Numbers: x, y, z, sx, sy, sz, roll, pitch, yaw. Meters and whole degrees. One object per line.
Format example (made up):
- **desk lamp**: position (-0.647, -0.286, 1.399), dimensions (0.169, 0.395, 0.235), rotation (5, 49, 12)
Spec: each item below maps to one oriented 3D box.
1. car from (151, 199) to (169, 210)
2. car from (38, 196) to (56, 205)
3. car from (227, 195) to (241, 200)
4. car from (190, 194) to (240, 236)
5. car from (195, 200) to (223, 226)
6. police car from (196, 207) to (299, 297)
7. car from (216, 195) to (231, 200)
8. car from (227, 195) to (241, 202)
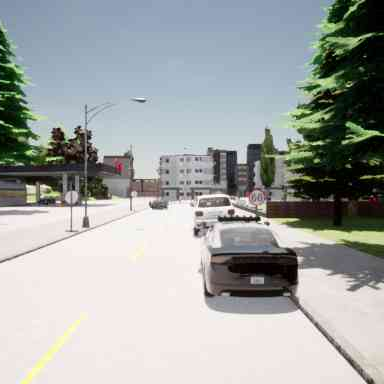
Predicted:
- **car**: position (-4.085, 1.564, 42.431), dimensions (1.994, 1.385, 4.181), rotation (0, 0, 0)
- **car**: position (-23.928, 1.412, 54.792), dimensions (1.845, 1.501, 3.633), rotation (0, 0, 0)
- **car**: position (11.090, 1.515, 87.362), dimensions (1.853, 1.218, 4.536), rotation (0, 0, 30)
- **car**: position (1.134, 1.174, 18.634), dimensions (2.150, 2.045, 5.566), rotation (-3, 0, 0)
- **car**: position (1.187, 1.456, 24.794), dimensions (1.801, 1.575, 5.366), rotation (0, 0, 0)
- **police car**: position (1.202, 1.425, 8.714), dimensions (1.930, 1.638, 5.238), rotation (0, 0, 0)
- **car**: position (8.319, 1.429, 87.751), dimensions (3.633, 1.501, 1.845), rotation (0, 0, 11)
- **car**: position (11.115, 1.673, 87.407), dimensions (2.038, 1.542, 4.974), rotation (0, 0, 30)
